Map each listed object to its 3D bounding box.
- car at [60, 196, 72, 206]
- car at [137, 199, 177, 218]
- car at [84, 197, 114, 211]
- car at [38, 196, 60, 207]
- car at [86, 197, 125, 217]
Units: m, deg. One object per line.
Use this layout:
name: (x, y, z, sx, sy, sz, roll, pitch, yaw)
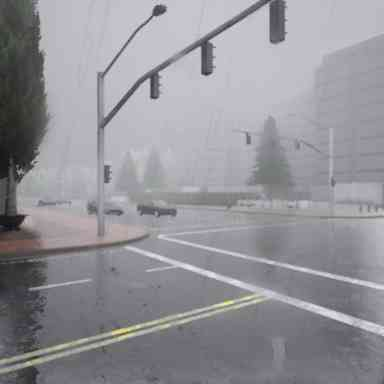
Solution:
car: (-21.767, 1.456, 56.084, 1.837, 1.490, 4.892, 0, 0, -36)
car: (-3.230, 1.433, 30.086, 1.882, 1.535, 5.008, 0, 0, -36)
car: (-11.834, 1.446, 42.082, 2.128, 1.511, 4.902, 0, 0, -36)
car: (-21.781, 1.472, 50.016, 1.837, 1.490, 4.892, 0, 0, -35)
car: (-8.141, 1.513, 30.922, 2.033, 1.411, 5.357, 0, 0, -36)
